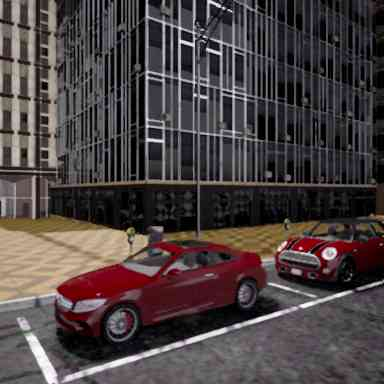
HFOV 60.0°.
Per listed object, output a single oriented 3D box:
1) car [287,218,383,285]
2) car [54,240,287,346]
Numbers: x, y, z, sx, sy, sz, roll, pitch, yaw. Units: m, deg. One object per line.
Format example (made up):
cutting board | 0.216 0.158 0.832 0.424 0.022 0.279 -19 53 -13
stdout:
car | 4.276 1.523 9.624 4.097 1.590 1.967 1 -1 -36
car | -0.351 1.612 6.320 4.206 1.307 1.802 1 -1 -36
